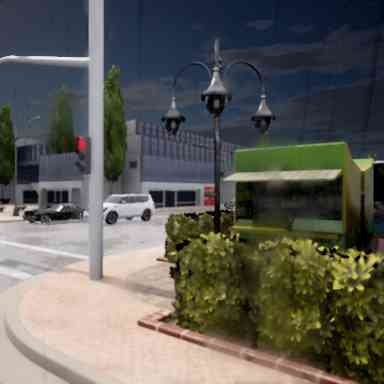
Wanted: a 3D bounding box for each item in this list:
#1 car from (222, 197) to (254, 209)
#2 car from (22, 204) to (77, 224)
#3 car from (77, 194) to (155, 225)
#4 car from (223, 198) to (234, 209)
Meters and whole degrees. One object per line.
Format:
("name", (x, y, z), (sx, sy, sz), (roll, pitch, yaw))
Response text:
("car", (6.309, 1.483, 45.102), (2.033, 1.411, 5.357), (0, 0, 37))
("car", (-9.557, 1.534, 23.958), (1.895, 1.301, 4.718), (0, 0, 37))
("car", (-5.073, 1.166, 24.108), (2.150, 2.045, 5.566), (0, 0, 37))
("car", (5.593, 1.510, 38.343), (1.994, 1.385, 4.181), (0, 0, 37))
